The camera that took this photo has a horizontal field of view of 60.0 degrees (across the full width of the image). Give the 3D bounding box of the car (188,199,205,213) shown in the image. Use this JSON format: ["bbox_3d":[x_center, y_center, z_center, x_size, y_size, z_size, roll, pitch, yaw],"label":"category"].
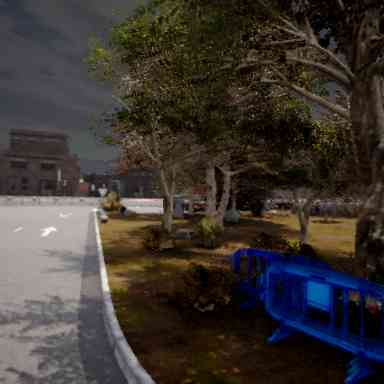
[{"bbox_3d":[0.521,1.528,37.776,2.163,1.488,4.792,0,1,-16],"label":"car"}]

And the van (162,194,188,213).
[{"bbox_3d":[-2.187,1.266,37.160,1.878,1.987,4.442,0,1,-16],"label":"van"}]

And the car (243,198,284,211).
[{"bbox_3d":[8.526,1.509,40.068,2.231,1.521,4.892,0,1,-16],"label":"car"}]

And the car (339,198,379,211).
[{"bbox_3d":[21.885,1.572,43.829,2.002,1.452,4.674,0,1,-16],"label":"car"}]

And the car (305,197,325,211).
[{"bbox_3d":[13.880,1.392,41.534,2.185,1.767,4.553,0,1,-16],"label":"car"}]

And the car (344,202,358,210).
[{"bbox_3d":[19.212,1.526,43.077,2.097,1.535,5.008,0,1,-16],"label":"car"}]

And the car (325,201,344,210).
[{"bbox_3d":[16.541,1.562,42.323,2.002,1.452,4.674,0,1,-16],"label":"car"}]

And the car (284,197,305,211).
[{"bbox_3d":[11.200,1.512,40.809,2.097,1.535,5.008,0,1,-16],"label":"car"}]
